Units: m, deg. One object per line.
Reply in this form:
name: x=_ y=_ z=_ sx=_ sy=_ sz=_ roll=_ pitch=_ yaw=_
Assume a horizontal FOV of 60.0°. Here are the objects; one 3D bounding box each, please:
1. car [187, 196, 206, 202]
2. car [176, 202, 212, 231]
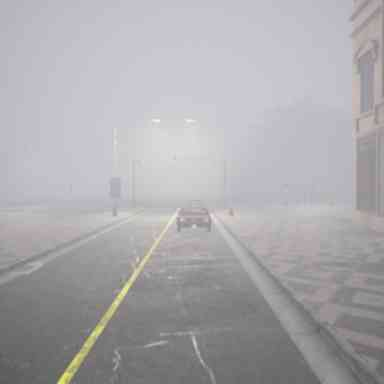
car: x=0.511 y=1.214 z=36.641 sx=2.128 sy=1.511 sz=4.902 roll=0 pitch=0 yaw=6
car: x=0.111 y=1.456 z=19.283 sx=1.895 sy=1.301 sz=4.718 roll=0 pitch=0 yaw=0
